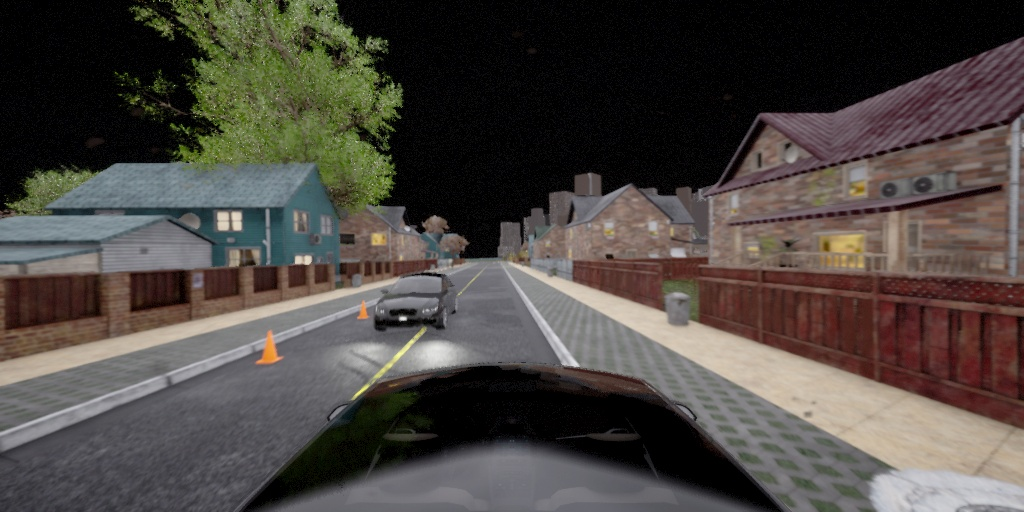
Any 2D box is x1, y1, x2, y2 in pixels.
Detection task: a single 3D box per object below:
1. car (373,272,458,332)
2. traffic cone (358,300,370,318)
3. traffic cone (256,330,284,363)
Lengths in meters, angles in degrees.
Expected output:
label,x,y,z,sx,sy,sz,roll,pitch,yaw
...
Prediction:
label,x,y,z,sx,sy,sz,roll,pitch,yaw
car,-2.797,1.300,11.268,1.837,1.490,4.892,-1,0,-3
traffic cone,-4.994,1.778,12.074,0.340,0.580,0.340,0,0,-3
traffic cone,-4.775,1.768,7.077,0.340,0.580,0.340,0,0,-3
